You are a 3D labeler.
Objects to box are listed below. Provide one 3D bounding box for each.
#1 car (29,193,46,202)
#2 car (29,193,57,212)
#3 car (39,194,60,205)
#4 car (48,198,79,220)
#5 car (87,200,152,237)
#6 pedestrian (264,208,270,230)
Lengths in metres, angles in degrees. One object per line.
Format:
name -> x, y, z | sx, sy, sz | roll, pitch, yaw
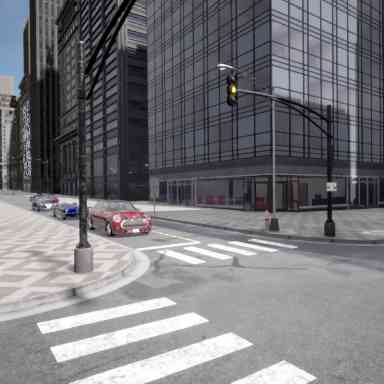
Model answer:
car -> -26.107, 0.883, 56.059 | 1.837, 1.490, 4.892 | -1, 1, -34
car -> -15.427, 1.179, 34.672 | 2.128, 1.511, 4.902 | -1, 1, -34
car -> -20.554, 1.063, 47.894 | 1.994, 1.385, 4.181 | -1, 1, -34
car -> -9.605, 1.390, 26.081 | 1.895, 1.301, 4.718 | -1, 1, -34
car -> -3.927, 1.234, 17.701 | 2.097, 1.767, 4.553 | -1, 1, -34
pedestrian -> 3.897, 1.374, 17.288 | 0.500, 1.100, 0.500 | 0, 0, -34
